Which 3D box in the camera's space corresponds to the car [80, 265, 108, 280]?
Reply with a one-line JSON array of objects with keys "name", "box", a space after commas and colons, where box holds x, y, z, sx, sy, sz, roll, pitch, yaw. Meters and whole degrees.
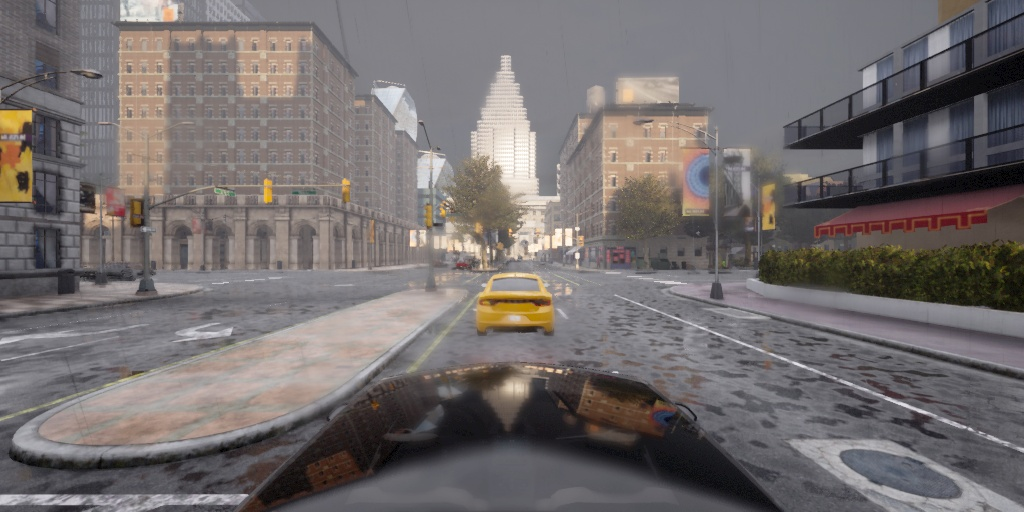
[{"name": "car", "box": [-36.310, 1.255, 28.909, 4.892, 1.490, 1.837, 0, 0, 0]}]

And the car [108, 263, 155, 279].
[{"name": "car", "box": [-35.015, 1.314, 32.412, 4.181, 1.385, 1.994, 0, 0, 0]}]

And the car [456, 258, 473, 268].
[{"name": "car", "box": [-8.001, 1.351, 59.154, 1.895, 1.301, 4.718, 0, 0, 0]}]

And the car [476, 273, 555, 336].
[{"name": "car", "box": [0.092, 1.228, 10.414, 1.882, 1.535, 5.008, 0, 0, 0]}]
